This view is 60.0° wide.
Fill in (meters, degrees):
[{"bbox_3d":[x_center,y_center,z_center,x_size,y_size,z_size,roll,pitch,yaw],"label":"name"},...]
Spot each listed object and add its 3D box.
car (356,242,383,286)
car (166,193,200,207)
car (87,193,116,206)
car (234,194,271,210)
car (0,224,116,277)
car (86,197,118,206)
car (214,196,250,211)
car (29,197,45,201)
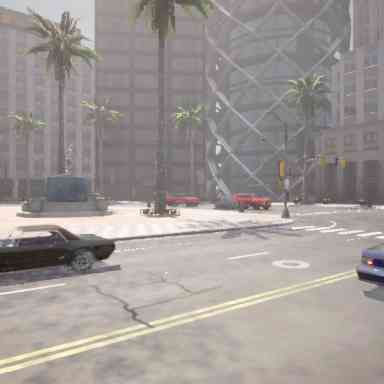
[{"bbox_3d":[6.197,1.547,8.193,5.357,1.411,2.033,0,0,-35],"label":"car"},{"bbox_3d":[-1.479,1.220,50.994,5.566,2.045,2.150,0,0,29],"label":"car"},{"bbox_3d":[-15.144,1.223,51.839,5.566,2.045,2.150,0,0,5],"label":"car"},{"bbox_3d":[7.629,1.221,43.192,2.150,2.045,5.566,0,0,-38],"label":"car"},{"bbox_3d":[-4.676,1.601,9.239,4.718,1.301,1.895,0,0,-35],"label":"car"},{"bbox_3d":[-14.938,1.525,55.274,4.674,1.442,1.812,0,0,6],"label":"car"},{"bbox_3d":[4.653,1.564,41.208,1.994,1.385,4.181,0,0,-41],"label":"car"},{"bbox_3d":[-27.984,1.564,61.633,4.181,1.385,1.994,0,0,-10],"label":"car"}]
